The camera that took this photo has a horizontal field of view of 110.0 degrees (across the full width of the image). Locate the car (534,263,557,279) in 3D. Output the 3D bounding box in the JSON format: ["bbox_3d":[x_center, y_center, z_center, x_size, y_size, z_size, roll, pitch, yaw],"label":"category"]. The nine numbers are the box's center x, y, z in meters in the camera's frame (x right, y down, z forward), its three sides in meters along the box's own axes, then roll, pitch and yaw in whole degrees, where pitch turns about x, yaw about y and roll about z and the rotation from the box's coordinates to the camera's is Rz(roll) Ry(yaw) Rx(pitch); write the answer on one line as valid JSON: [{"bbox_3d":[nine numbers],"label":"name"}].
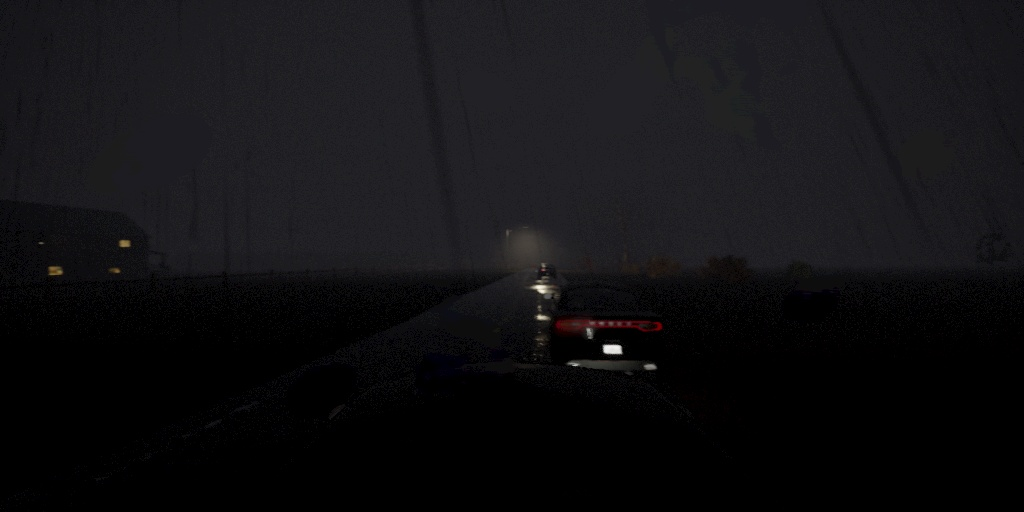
[{"bbox_3d":[3.650,1.585,37.168,2.128,1.511,4.902,-1,-1,5],"label":"car"}]

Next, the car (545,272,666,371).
[{"bbox_3d":[1.744,1.276,7.858,1.882,1.535,5.008,-1,-1,5],"label":"car"}]
